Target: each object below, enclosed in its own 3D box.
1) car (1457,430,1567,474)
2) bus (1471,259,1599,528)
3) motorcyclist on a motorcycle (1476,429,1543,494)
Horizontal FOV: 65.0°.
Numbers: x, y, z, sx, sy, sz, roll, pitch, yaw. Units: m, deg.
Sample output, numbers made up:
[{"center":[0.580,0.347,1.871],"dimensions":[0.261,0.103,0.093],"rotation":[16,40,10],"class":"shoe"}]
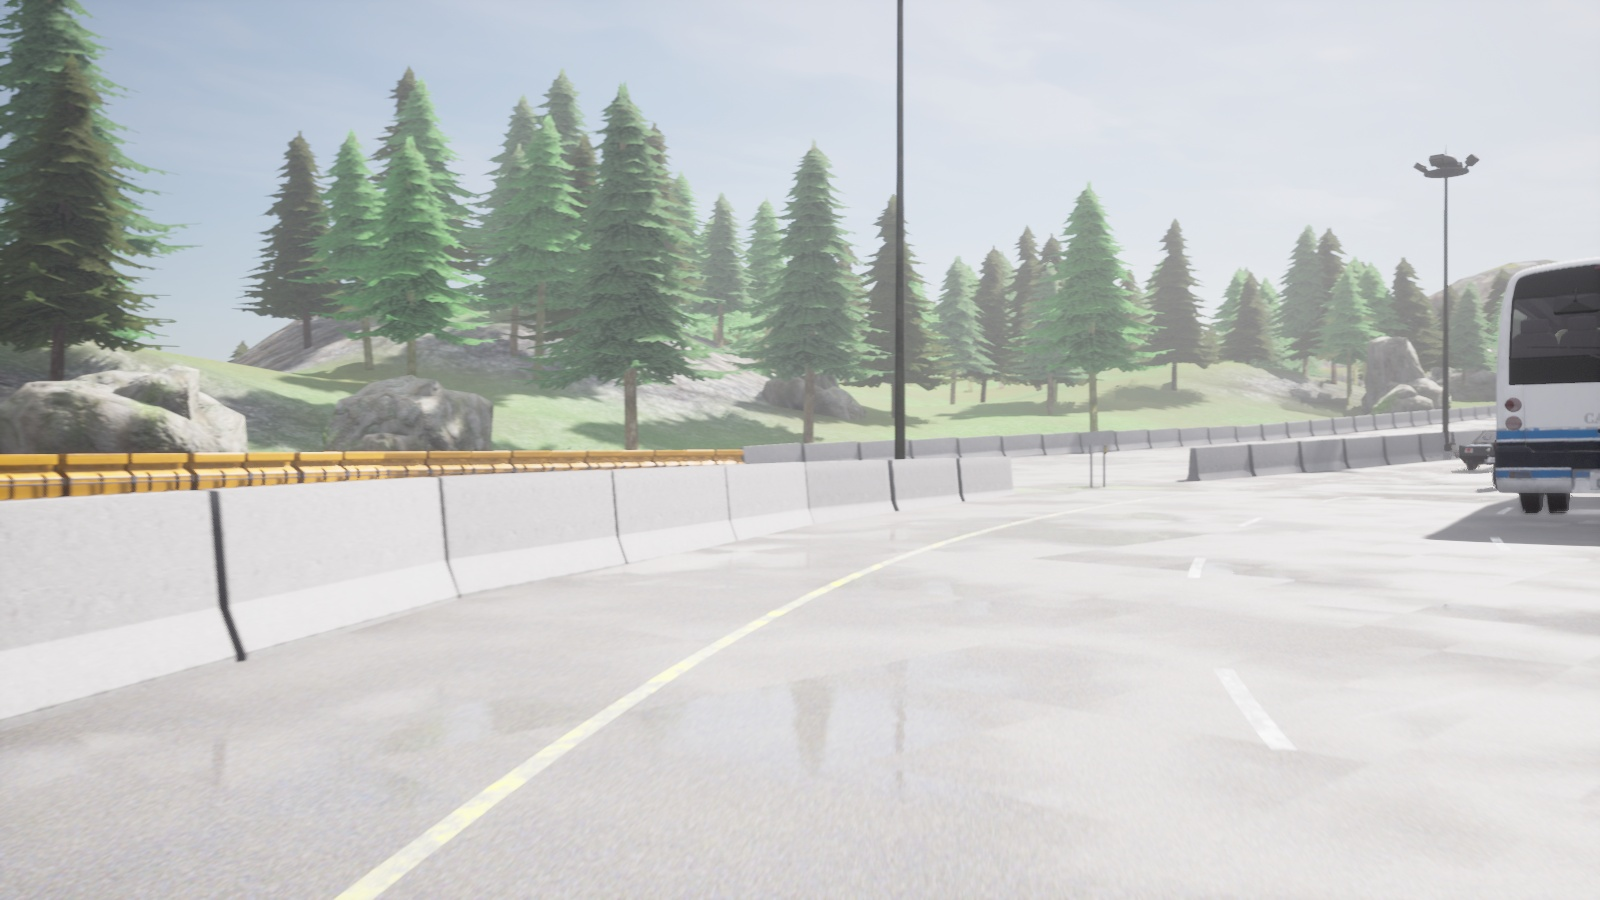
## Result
[{"center":[23.751,0.034,41.793],"dimensions":[4.718,1.301,1.895],"rotation":[-2,2,-44],"class":"car"},{"center":[15.771,-1.023,23.980],"dimensions":[3.944,4.253,10.273],"rotation":[-1,1,35],"class":"bus"},{"center":[17.662,0.268,31.245],"dimensions":[2.191,1.530,0.866],"rotation":[-2,2,-45],"class":"motorcyclist on a motorcycle"}]
